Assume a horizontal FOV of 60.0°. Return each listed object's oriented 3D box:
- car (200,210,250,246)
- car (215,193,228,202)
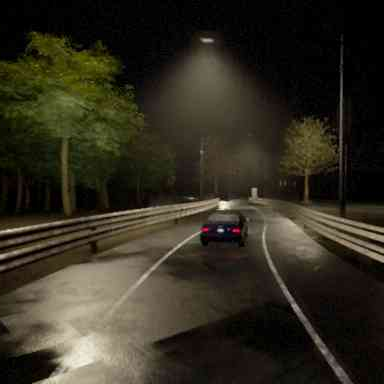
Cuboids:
[{"bbox_3d":[1.612,1.554,15.454,2.033,1.411,5.357,0,0,11],"label":"car"},{"bbox_3d":[6.723,1.170,76.399,2.150,2.045,5.566,0,0,-7],"label":"car"}]
